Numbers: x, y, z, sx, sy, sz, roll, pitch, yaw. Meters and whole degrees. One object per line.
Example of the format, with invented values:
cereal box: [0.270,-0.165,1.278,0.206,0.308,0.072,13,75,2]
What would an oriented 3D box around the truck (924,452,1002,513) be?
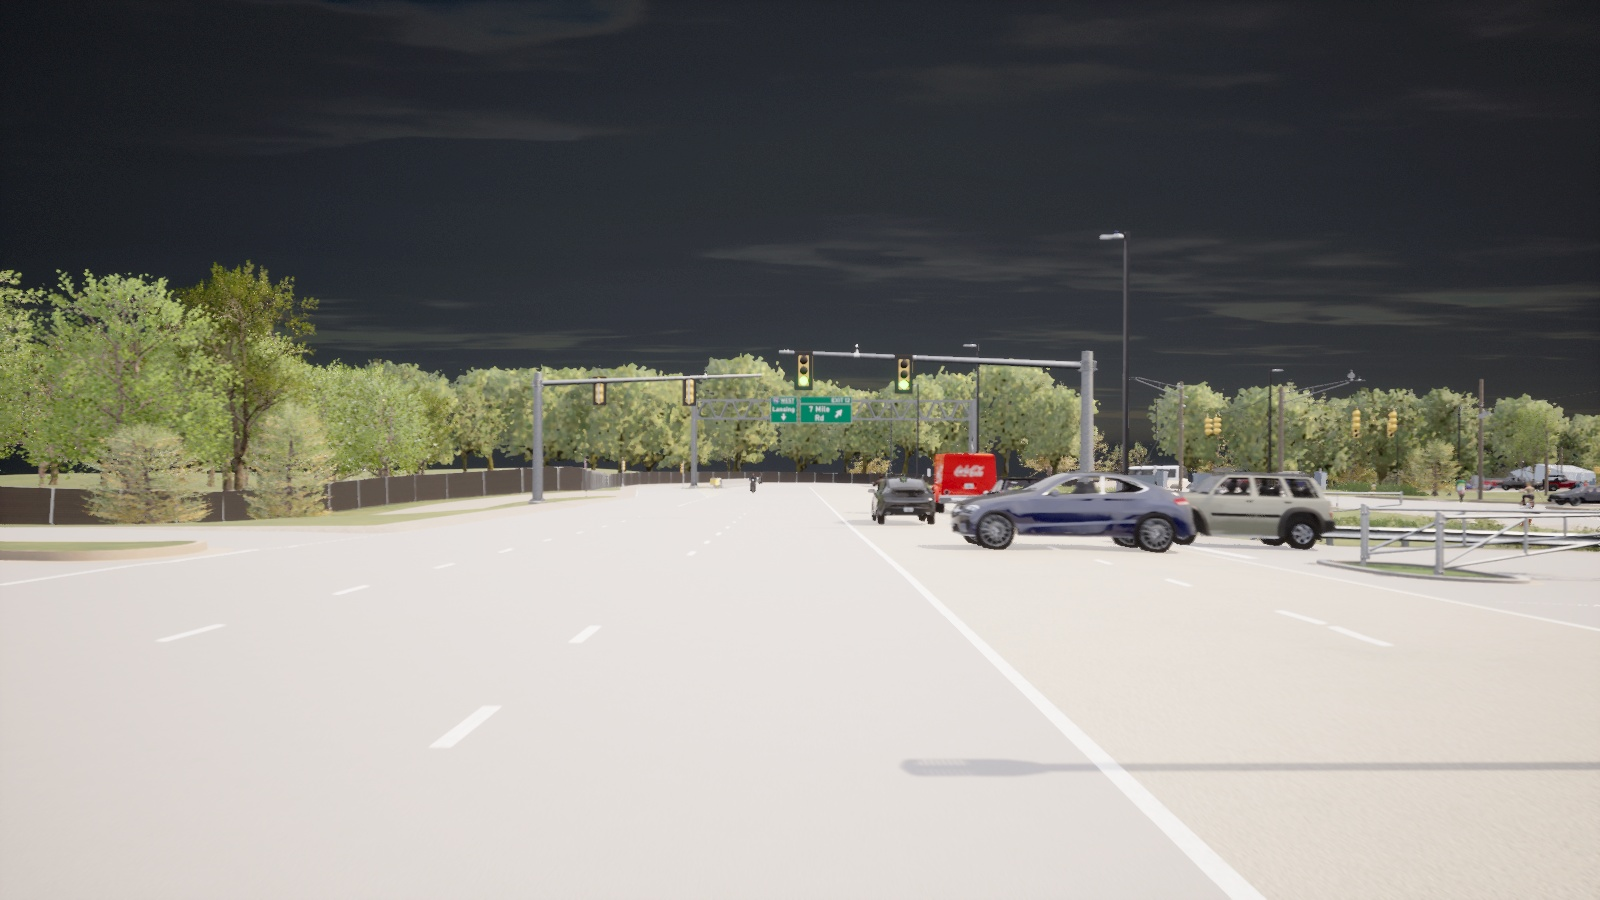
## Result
truck: [6.869,1.356,53.624,2.627,2.467,5.204,0,-1,0]

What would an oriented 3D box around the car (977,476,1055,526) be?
car: [6.903,1.606,40.433,1.845,1.501,3.633,0,-1,0]

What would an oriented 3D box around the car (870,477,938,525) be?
car: [3.399,1.640,41.834,1.837,1.490,4.892,0,-1,0]

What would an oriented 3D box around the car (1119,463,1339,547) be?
car: [10.271,1.310,30.302,4.605,1.855,1.932,1,-1,-2]

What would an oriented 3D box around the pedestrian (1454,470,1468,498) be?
pedestrian: [45.849,2.360,87.111,0.659,1.952,0.873,0,0,14]

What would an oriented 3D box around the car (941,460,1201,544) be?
car: [5.651,1.084,26.686,5.027,1.651,2.152,1,-1,-1]
